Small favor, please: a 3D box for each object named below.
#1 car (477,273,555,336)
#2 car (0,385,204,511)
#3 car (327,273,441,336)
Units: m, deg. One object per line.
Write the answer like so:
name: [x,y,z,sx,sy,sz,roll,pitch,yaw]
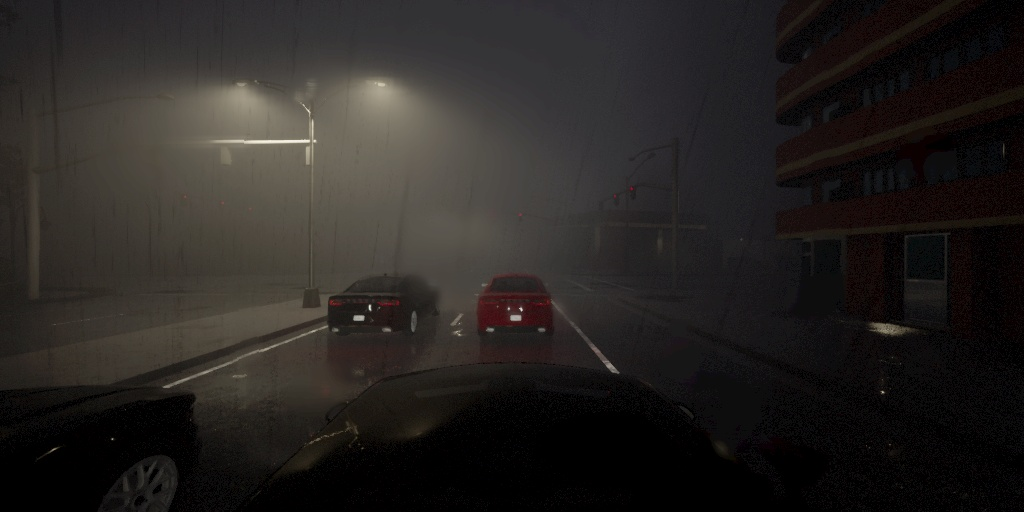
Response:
car: [0.113,1.228,10.460,1.882,1.535,5.008,0,0,1]
car: [-3.409,1.228,0.794,1.882,1.535,5.008,0,0,0]
car: [-3.392,1.228,10.447,1.882,1.535,5.008,0,0,0]
